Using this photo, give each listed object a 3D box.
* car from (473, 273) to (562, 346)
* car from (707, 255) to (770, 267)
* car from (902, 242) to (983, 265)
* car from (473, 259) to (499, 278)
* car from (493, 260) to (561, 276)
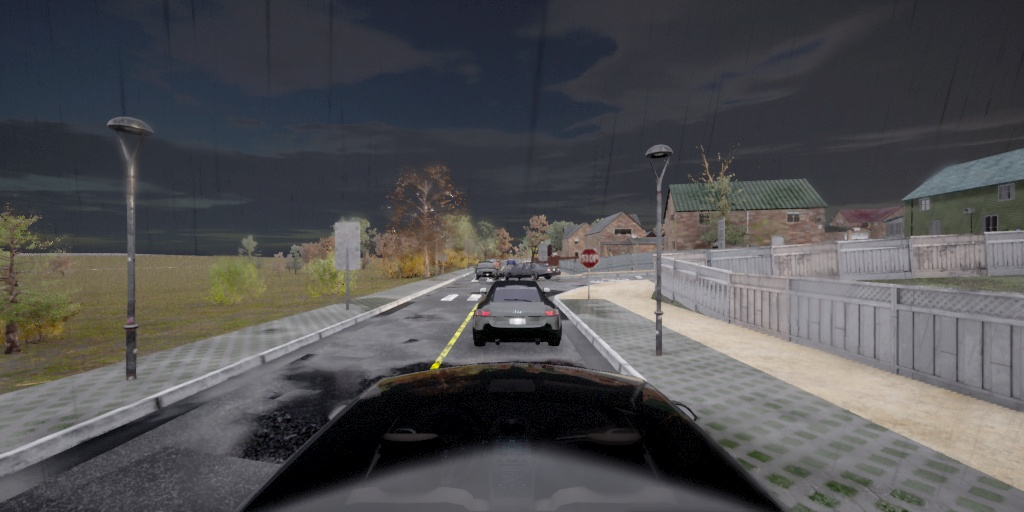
[{"bbox_3d":[0.086,1.313,9.381,1.994,1.385,4.181,0,0,-1],"label":"car"},{"bbox_3d":[14.344,0.413,22.801,4.181,1.385,1.994,-3,0,16],"label":"car"},{"bbox_3d":[23.850,-0.208,20.399,4.902,1.511,2.128,-3,0,14],"label":"car"},{"bbox_3d":[-2.312,1.258,31.302,1.837,1.490,4.892,0,0,-8],"label":"car"},{"bbox_3d":[1.282,1.198,28.398,5.357,1.411,2.033,-4,-3,43],"label":"car"}]
